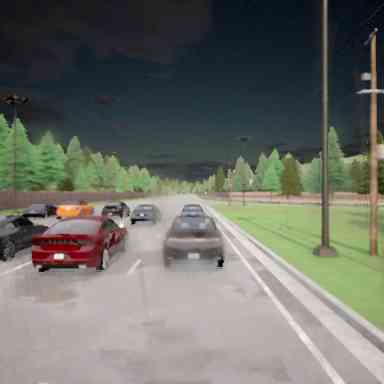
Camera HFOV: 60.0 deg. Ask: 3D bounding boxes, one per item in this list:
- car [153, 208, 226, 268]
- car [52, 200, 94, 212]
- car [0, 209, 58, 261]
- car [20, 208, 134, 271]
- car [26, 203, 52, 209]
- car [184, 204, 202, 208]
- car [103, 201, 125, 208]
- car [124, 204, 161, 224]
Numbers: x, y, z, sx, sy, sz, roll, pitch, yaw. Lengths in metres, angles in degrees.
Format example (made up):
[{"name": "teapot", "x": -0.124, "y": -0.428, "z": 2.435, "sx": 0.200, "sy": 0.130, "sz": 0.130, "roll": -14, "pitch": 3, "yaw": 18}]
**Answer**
[{"name": "car", "x": 0.065, "y": 1.537, "z": 11.464, "sx": 2.128, "sy": 1.511, "sz": 4.902, "roll": 0, "pitch": 0, "yaw": 0}, {"name": "car", "x": -10.424, "y": 1.469, "z": 30.114, "sx": 2.097, "sy": 1.767, "sz": 4.553, "roll": 0, "pitch": 0, "yaw": 0}, {"name": "car", "x": -6.930, "y": 1.573, "z": 12.321, "sx": 1.812, "sy": 1.442, "sz": 4.674, "roll": 0, "pitch": 0, "yaw": 0}, {"name": "car", "x": -3.437, "y": 1.521, "z": 11.104, "sx": 1.882, "sy": 1.535, "sz": 5.008, "roll": 0, "pitch": 0, "yaw": 0}, {"name": "car", "x": -13.920, "y": 1.684, "z": 31.023, "sx": 1.994, "sy": 1.385, "sz": 4.181, "roll": 0, "pitch": 0, "yaw": 0}, {"name": "car", "x": 0.059, "y": 1.647, "z": 25.477, "sx": 2.033, "sy": 1.411, "sz": 5.357, "roll": 0, "pitch": 0, "yaw": 0}, {"name": "car", "x": -6.921, "y": 1.623, "z": 30.649, "sx": 1.837, "sy": 1.490, "sz": 4.892, "roll": 0, "pitch": 0, "yaw": 0}, {"name": "car", "x": -3.441, "y": 1.647, "z": 25.476, "sx": 2.033, "sy": 1.411, "sz": 5.357, "roll": 0, "pitch": 0, "yaw": 0}]
